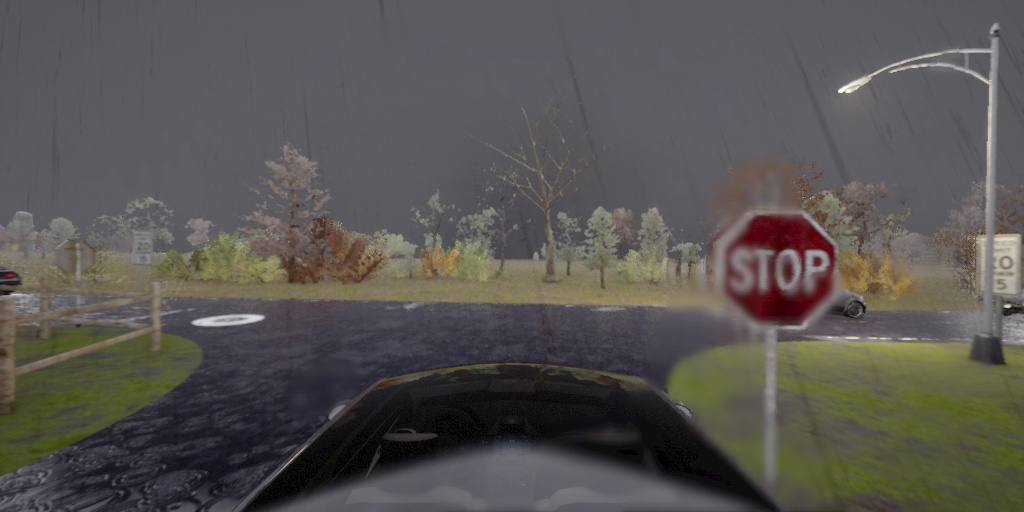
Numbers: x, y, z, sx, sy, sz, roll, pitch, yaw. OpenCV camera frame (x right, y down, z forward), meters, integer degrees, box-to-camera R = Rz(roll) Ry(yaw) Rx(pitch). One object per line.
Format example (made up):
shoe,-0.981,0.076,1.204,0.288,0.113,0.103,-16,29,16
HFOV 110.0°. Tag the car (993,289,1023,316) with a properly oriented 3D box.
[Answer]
car,22.505,1.839,14.546,4.892,1.490,1.837,1,0,0

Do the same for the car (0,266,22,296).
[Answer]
car,-23.081,0.944,14.499,4.892,1.490,1.837,1,0,0

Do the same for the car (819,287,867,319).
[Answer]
car,11.553,1.689,14.437,4.181,1.385,1.994,1,0,-2
